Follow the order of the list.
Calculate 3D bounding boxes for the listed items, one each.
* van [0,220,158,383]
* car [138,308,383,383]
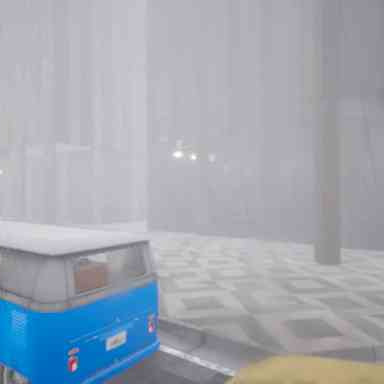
[{"bbox_3d":[-2.309,1.343,4.615,3.998,1.788,1.690,0,0,36],"label":"van"},{"bbox_3d":[2.141,1.525,1.440,4.829,1.417,1.752,0,0,36],"label":"car"}]
